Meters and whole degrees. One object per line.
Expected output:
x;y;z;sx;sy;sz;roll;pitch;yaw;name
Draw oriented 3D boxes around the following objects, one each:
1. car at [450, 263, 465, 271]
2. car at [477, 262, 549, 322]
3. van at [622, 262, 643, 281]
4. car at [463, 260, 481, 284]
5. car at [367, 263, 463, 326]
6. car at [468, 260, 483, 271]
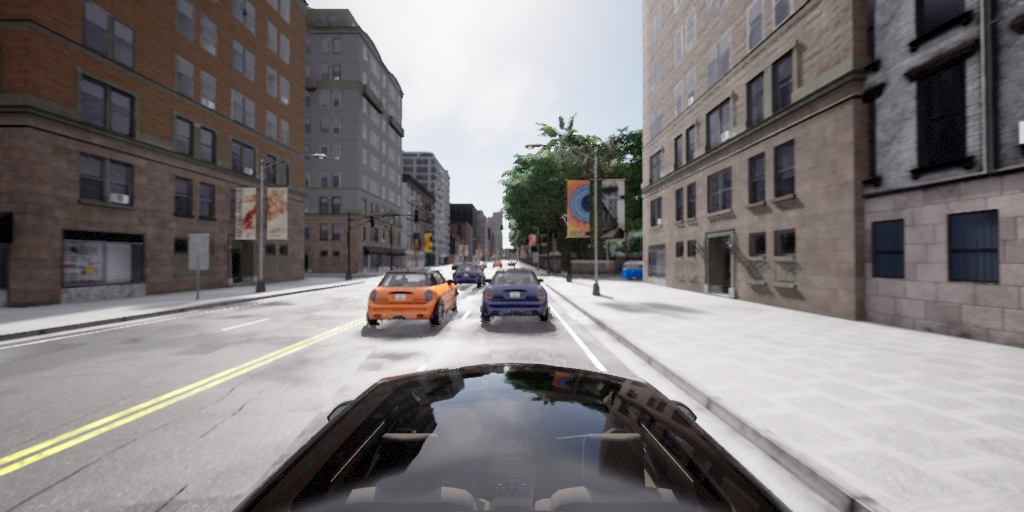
-9.817;1.946;64.708;1.895;1.301;4.718;0;-1;0;car
0.090;1.212;12.915;2.097;1.767;4.553;0;-1;0;car
12.136;1.459;32.799;3.998;1.789;1.690;0;0;1;van
-3.171;1.349;26.780;2.097;1.767;4.553;0;-1;0;car
-3.159;1.207;12.279;2.097;1.767;4.553;0;0;0;car
-6.576;1.698;64.870;2.097;1.767;4.553;0;-1;0;car
